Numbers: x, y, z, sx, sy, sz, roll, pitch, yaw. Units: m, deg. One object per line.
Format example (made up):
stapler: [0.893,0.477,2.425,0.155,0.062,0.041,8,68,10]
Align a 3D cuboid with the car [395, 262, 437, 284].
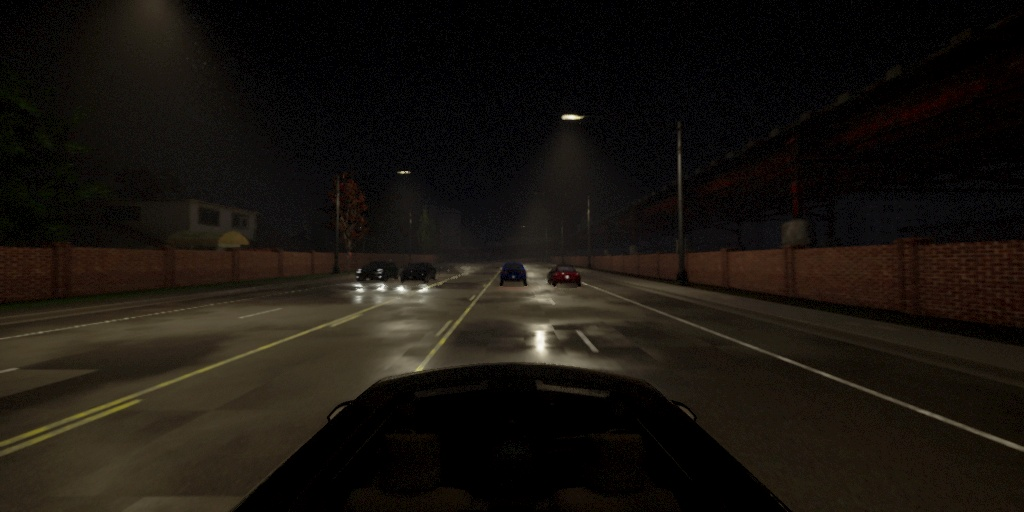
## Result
car: [-7.087,1.240,27.613,1.882,1.535,5.008,0,0,0]

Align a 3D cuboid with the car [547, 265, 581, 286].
car: [3.598,1.326,25.369,1.994,1.385,4.181,0,0,0]

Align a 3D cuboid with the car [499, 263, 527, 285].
car: [0.099,1.240,26.350,1.882,1.535,5.008,0,0,0]

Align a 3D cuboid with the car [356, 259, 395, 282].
car: [-10.582,1.114,28.552,2.097,1.767,4.553,0,0,0]
